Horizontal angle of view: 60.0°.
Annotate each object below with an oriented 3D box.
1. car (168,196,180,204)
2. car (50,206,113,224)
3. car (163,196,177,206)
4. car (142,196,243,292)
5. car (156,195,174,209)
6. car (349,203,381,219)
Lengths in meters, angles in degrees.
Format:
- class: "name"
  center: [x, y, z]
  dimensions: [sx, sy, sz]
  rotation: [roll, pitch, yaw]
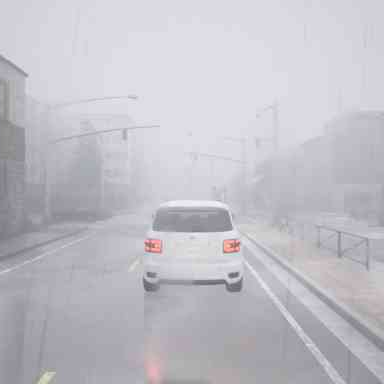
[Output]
- class: "car"
  center: [-3.666, 1.547, 67.605]
  dimensions: [2.033, 1.411, 5.357]
  rotation: [0, 0, 0]
- class: "car"
  center: [-8.486, 1.716, 25.379]
  dimensions: [4.718, 1.301, 1.895]
  rotation: [-3, -1, 17]
- class: "car"
  center: [-3.711, 1.491, 56.967]
  dimensions: [2.128, 1.511, 4.902]
  rotation: [0, 0, 0]
- class: "car"
  center: [0.033, 1.221, 9.074]
  dimensions: [2.150, 2.045, 5.566]
  rotation: [0, 0, 1]
- class: "car"
  center: [-3.703, 1.352, 46.586]
  dimensions: [2.097, 1.767, 4.553]
  rotation: [0, 0, 0]
- class: "car"
  center: [16.648, 1.740, 30.262]
  dimensions: [4.181, 1.385, 1.994]
  rotation: [0, 0, 0]
